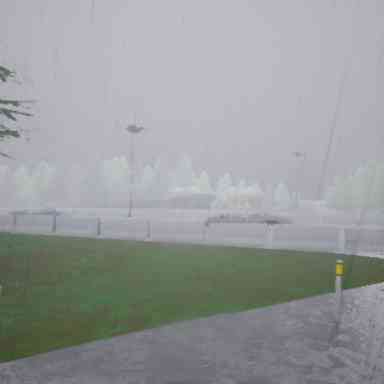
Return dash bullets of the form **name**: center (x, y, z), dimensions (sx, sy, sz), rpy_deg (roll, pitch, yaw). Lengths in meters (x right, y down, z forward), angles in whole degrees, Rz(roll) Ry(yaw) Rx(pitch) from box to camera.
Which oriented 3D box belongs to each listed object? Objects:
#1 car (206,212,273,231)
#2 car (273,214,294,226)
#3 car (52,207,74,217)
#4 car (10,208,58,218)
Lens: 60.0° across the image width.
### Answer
- **car**: center (3.548, 2.420, 26.116), dimensions (4.902, 1.511, 2.128), rpy_deg (0, -2, 19)
- **car**: center (7.314, 2.702, 32.213), dimensions (4.902, 1.511, 2.128), rpy_deg (0, -2, 19)
- **car**: center (-16.635, 2.624, 40.542), dimensions (4.674, 1.442, 1.812), rpy_deg (0, -2, 19)
- **car**: center (-14.103, 2.259, 28.550), dimensions (4.181, 1.385, 1.994), rpy_deg (0, -2, 19)
